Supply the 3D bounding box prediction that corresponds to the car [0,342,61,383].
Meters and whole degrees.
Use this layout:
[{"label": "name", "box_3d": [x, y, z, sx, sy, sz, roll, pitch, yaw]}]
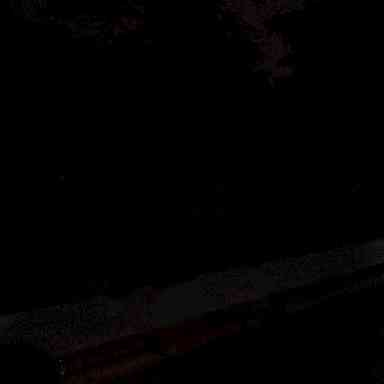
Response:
[{"label": "car", "box_3d": [-2.783, 1.554, 1.073, 4.674, 1.442, 1.812, -1, 1, -36]}]
